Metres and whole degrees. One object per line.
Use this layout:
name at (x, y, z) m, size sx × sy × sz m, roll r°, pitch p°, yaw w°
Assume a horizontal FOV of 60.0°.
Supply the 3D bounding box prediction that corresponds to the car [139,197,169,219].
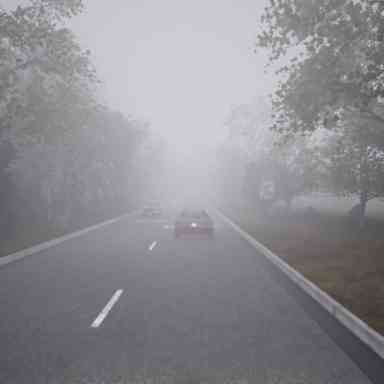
car at (-3.357, 1.468, 28.856) m, size 1.837 × 1.490 × 4.892 m, roll 0°, pitch 0°, yaw 0°

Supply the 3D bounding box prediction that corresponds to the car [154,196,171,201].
car at (-6.699, 1.411, 70.514) m, size 4.718 × 1.301 × 1.895 m, roll -1°, pitch -2°, yaw 44°

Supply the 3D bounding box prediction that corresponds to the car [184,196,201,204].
car at (0.084, 1.290, 40.848) m, size 2.097 × 1.767 × 4.553 m, roll 0°, pitch 0°, yaw 0°

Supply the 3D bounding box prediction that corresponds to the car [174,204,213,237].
car at (0.093, 1.545, 18.005) m, size 1.994 × 1.385 × 4.181 m, roll 0°, pitch 0°, yaw 0°
